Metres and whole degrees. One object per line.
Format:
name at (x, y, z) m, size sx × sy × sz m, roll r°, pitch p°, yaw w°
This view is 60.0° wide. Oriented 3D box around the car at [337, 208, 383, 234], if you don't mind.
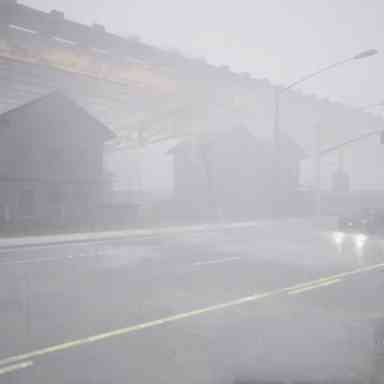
car at (10.606, 1.640, 20.036) m, size 4.181 × 1.385 × 1.994 m, roll 0°, pitch 0°, yaw -35°
